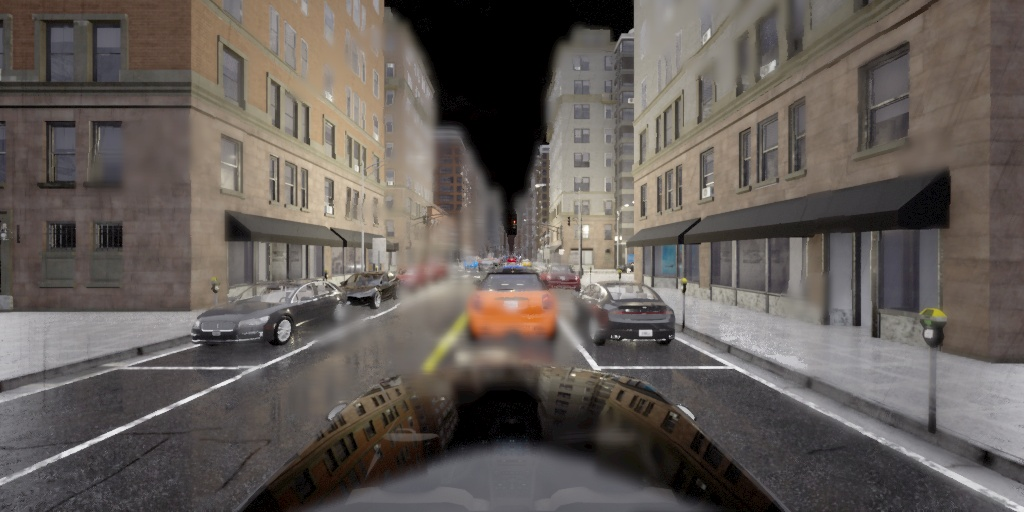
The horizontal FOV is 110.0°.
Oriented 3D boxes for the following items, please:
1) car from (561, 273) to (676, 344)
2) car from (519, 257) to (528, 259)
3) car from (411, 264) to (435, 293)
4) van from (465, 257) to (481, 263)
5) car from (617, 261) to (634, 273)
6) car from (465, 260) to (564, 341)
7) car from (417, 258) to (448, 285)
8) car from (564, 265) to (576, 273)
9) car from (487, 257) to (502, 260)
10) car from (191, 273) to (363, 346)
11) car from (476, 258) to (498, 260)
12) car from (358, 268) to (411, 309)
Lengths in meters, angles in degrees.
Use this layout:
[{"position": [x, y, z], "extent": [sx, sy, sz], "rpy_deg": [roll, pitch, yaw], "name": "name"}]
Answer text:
[{"position": [2.665, 1.300, 9.328], "extent": [2.007, 1.370, 4.403], "rpy_deg": [0, 0, 0], "name": "car"}, {"position": [2.626, 1.260, 64.209], "extent": [1.751, 1.417, 4.829], "rpy_deg": [0, 0, 0], "name": "car"}, {"position": [-5.869, 1.330, 20.347], "extent": [1.802, 1.307, 4.207], "rpy_deg": [0, 0, 0], "name": "car"}, {"position": [-5.892, 1.079, 52.818], "extent": [1.690, 1.789, 3.998], "rpy_deg": [0, 0, 0], "name": "van"}, {"position": [14.539, 1.238, 41.011], "extent": [4.892, 1.490, 1.837], "rpy_deg": [0, 0, 1], "name": "car"}, {"position": [0.014, 1.101, 9.987], "extent": [2.097, 1.767, 4.553], "rpy_deg": [0, 0, 0], "name": "car"}, {"position": [-5.873, 1.061, 25.870], "extent": [2.192, 1.841, 5.009], "rpy_deg": [0, 0, 0], "name": "car"}, {"position": [2.657, 1.187, 20.378], "extent": [1.967, 1.591, 4.097], "rpy_deg": [0, 0, 0], "name": "car"}, {"position": [-3.125, 1.337, 59.745], "extent": [1.895, 1.301, 4.718], "rpy_deg": [0, 0, 0], "name": "car"}, {"position": [-5.861, 1.300, 9.299], "extent": [2.007, 1.370, 4.403], "rpy_deg": [0, 0, 0], "name": "car"}, {"position": [-3.128, 1.264, 45.389], "extent": [1.812, 1.442, 4.674], "rpy_deg": [0, 0, 0], "name": "car"}, {"position": [-5.865, 1.314, 14.823], "extent": [1.948, 1.339, 4.313], "rpy_deg": [0, 0, 0], "name": "car"}]
